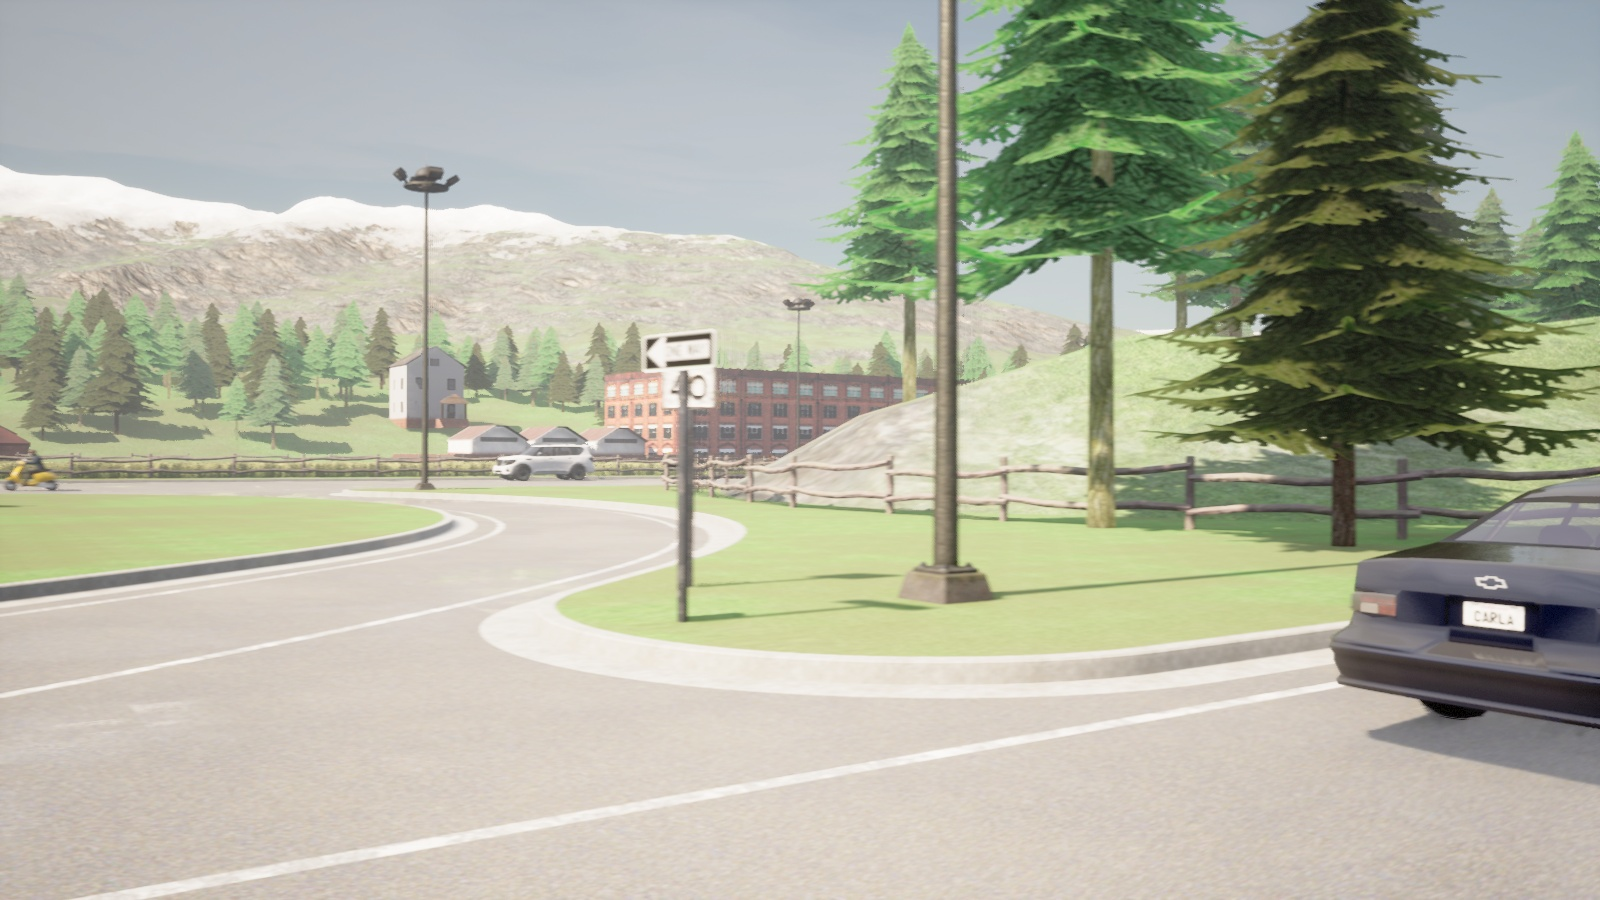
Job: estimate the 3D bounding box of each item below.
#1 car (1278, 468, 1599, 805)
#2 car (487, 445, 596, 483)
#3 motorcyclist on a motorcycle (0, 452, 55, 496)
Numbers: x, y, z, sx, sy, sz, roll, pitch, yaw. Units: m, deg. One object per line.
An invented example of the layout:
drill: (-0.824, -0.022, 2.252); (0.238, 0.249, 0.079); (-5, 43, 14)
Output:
car: (5.317, 0.825, 7.358); (5.357, 1.411, 2.033); (0, 0, -35)
car: (-14.362, 0.751, 69.913); (5.566, 2.045, 2.150); (0, 0, -35)
motorcyclist on a motorcycle: (-28.998, 0.884, 47.016); (1.817, 1.590, 0.866); (0, 0, -35)
